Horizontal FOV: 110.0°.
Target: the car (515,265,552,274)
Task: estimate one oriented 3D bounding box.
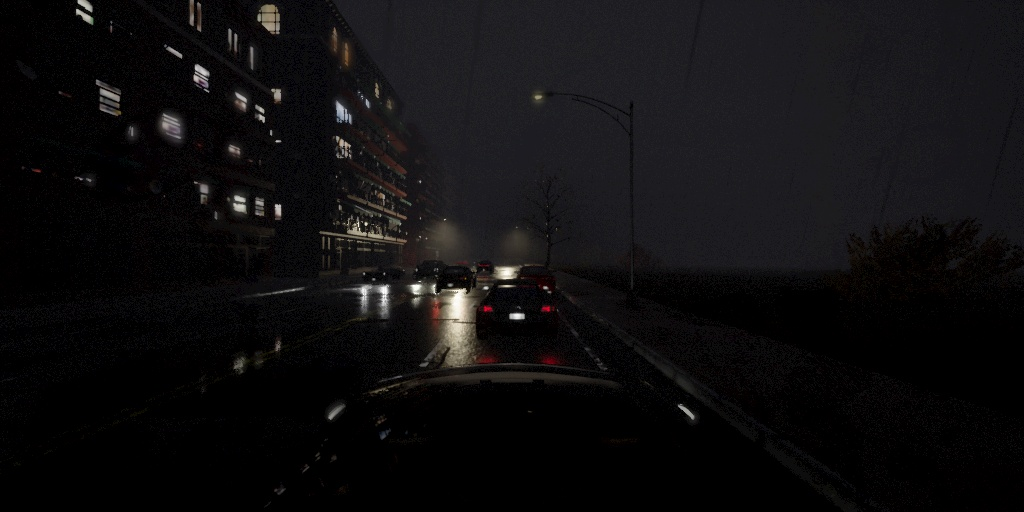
[{"bbox_3d":[1.153,1.230,18.916,1.882,1.535,5.008,0,0,0],"label":"car"}]

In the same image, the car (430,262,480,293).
[{"bbox_3d":[-3.132,1.278,20.548,1.812,1.442,4.674,0,0,0],"label":"car"}]

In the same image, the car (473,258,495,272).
[{"bbox_3d":[-3.112,1.256,42.045,1.837,1.490,4.892,0,0,0],"label":"car"}]

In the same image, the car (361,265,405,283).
[{"bbox_3d":[-9.826,1.353,27.707,1.895,1.301,4.718,0,0,0],"label":"car"}]

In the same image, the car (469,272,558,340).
[{"bbox_3d":[0.109,1.315,9.996,1.994,1.385,4.181,0,0,0],"label":"car"}]

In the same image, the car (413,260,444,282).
[{"bbox_3d":[-6.575,1.104,29.269,2.097,1.767,4.553,0,0,0],"label":"car"}]
